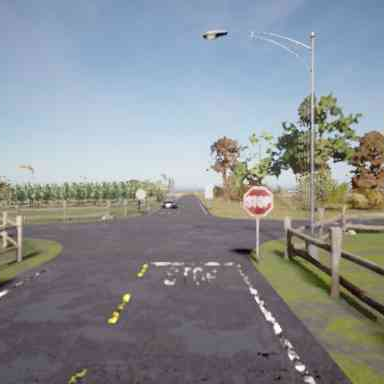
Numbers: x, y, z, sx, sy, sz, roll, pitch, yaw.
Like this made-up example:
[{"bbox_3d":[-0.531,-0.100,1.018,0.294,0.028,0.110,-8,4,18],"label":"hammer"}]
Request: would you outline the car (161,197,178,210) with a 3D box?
[{"bbox_3d":[-2.751,1.360,41.086,2.128,1.511,4.902,0,1,0],"label":"car"}]
